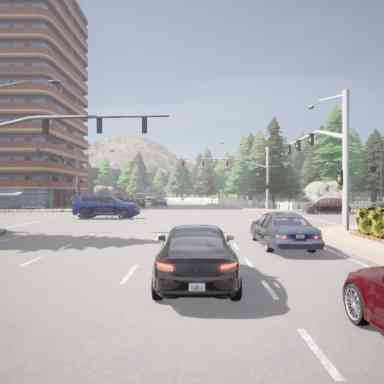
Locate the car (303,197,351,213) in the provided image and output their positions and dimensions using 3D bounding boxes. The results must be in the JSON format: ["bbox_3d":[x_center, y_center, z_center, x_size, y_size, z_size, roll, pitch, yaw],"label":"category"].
[{"bbox_3d":[14.131,1.407,35.065,4.553,1.767,2.097,0,0,1],"label":"car"}]

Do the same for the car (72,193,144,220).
[{"bbox_3d":[-7.261,1.260,28.121,5.566,2.045,2.150,0,0,1],"label":"car"}]

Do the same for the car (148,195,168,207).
[{"bbox_3d":[-5.026,1.505,50.676,1.837,1.490,4.892,0,0,-17],"label":"car"}]

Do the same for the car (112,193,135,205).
[{"bbox_3d":[-12.091,1.221,58.380,2.150,2.045,5.566,0,0,-31],"label":"car"}]

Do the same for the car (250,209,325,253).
[{"bbox_3d":[3.660,1.547,13.677,2.033,1.411,5.357,0,0,1],"label":"car"}]

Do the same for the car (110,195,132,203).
[{"bbox_3d":[-14.474,1.492,67.546,2.128,1.511,4.902,0,0,-44],"label":"car"}]

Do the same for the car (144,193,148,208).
[{"bbox_3d":[-8.182,1.221,48.777,2.150,2.045,5.566,0,0,-14],"label":"car"}]

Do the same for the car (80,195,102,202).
[{"bbox_3d":[-22.540,1.500,73.855,4.892,1.490,1.837,0,0,31],"label":"car"}]

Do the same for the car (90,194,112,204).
[{"bbox_3d":[-18.188,1.352,66.216,4.553,1.767,2.097,0,0,44],"label":"car"}]

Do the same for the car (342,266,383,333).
[{"bbox_3d":[3.602,1.526,4.095,1.812,1.442,4.674,0,0,1],"label":"car"}]

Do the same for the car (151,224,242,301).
[{"bbox_3d":[0.104,1.526,8.208,1.812,1.442,4.674,0,0,0],"label":"car"}]

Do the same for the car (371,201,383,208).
[{"bbox_3d":[19.929,1.277,31.497,5.566,2.045,2.150,0,0,0],"label":"car"}]
